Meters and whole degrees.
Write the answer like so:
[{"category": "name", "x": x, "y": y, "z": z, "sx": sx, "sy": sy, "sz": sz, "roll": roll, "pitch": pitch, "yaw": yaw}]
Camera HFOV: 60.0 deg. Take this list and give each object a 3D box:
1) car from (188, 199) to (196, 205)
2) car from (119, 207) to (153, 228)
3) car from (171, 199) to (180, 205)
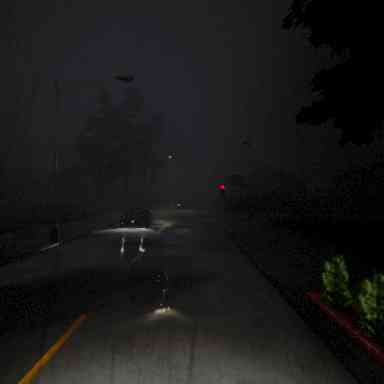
[{"category": "car", "x": 0.022, "y": 2.316, "z": 78.604, "sx": 1.895, "sy": 1.301, "sz": 4.718, "roll": 0, "pitch": -1, "yaw": 0}, {"category": "car", "x": -4.011, "y": 1.838, "z": 24.559, "sx": 1.994, "sy": 1.385, "sz": 4.181, "roll": 0, "pitch": -1, "yaw": 0}, {"category": "car", "x": -3.977, "y": 2.396, "z": 81.412, "sx": 1.837, "sy": 1.490, "sz": 4.892, "roll": 0, "pitch": -1, "yaw": 0}]
